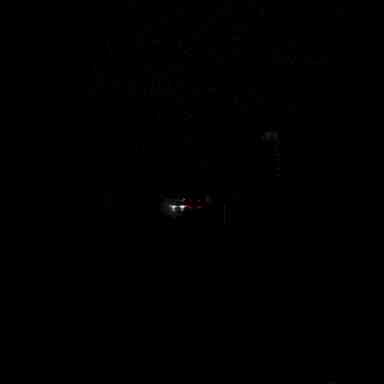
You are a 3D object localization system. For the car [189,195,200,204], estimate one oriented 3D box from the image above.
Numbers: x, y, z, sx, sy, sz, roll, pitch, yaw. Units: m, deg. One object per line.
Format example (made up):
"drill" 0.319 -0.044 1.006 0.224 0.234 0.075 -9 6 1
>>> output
"car" 0.511 1.389 63.562 2.097 1.767 4.553 0 0 0

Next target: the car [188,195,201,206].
"car" 0.433 1.549 53.573 1.812 1.442 4.674 0 0 0

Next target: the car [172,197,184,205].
"car" -2.283 1.554 57.793 1.812 1.442 4.674 0 0 0
